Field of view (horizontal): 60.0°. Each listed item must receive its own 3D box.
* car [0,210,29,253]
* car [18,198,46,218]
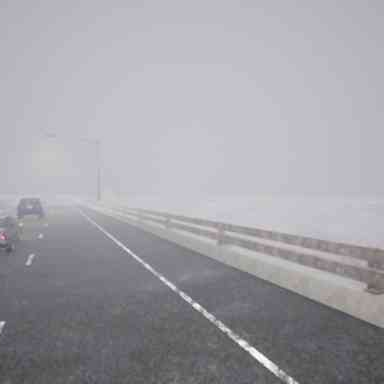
[{"bbox_3d":[-8.442,1.721,14.185,2.033,1.411,5.357,-1,0,-22],"label":"car"},{"bbox_3d":[-16.098,1.576,33.472,2.150,2.045,5.566,-1,0,-22],"label":"car"}]
